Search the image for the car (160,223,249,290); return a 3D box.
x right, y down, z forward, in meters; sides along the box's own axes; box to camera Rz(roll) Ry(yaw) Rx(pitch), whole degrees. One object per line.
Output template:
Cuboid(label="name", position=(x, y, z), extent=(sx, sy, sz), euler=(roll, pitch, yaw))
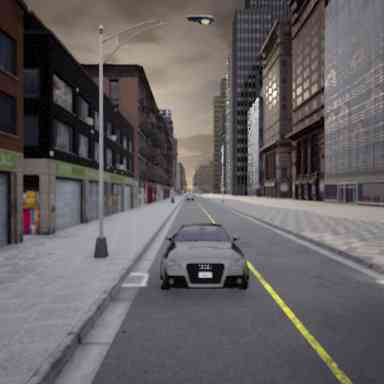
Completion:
Cuboid(label="car", position=(0.267, 1.549, 8.935), extent=(1.994, 1.385, 4.181), euler=(0, 0, 0))

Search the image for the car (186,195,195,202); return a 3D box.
Cuboid(label="car", position=(-0.410, 1.374, 74.798), extent=(1.882, 1.535, 5.008), euler=(0, 0, -1))
